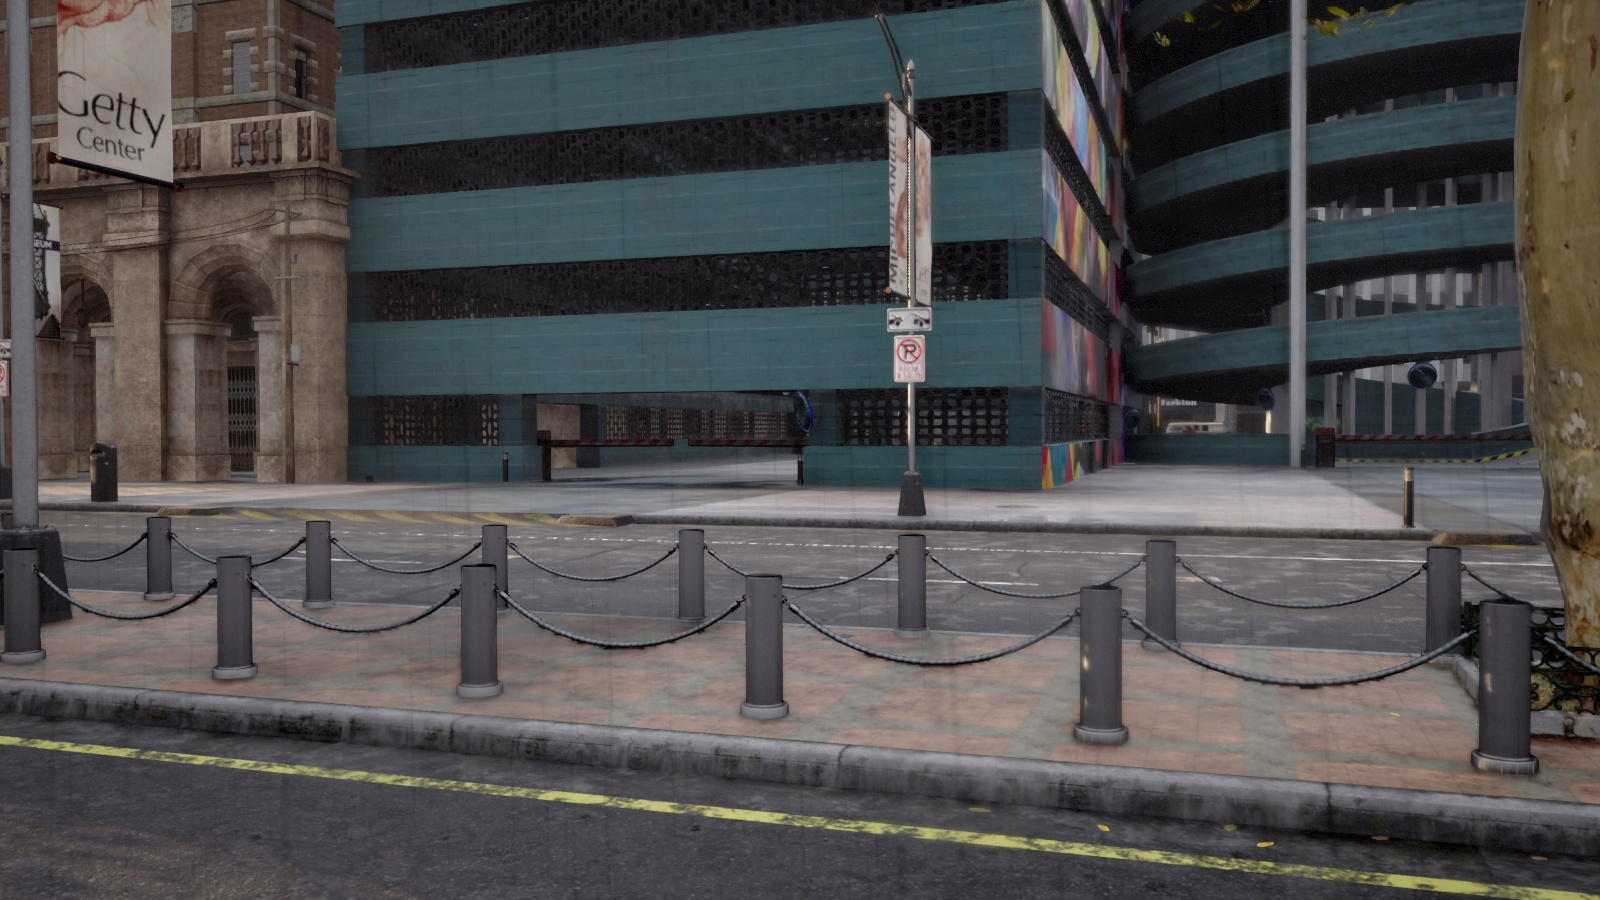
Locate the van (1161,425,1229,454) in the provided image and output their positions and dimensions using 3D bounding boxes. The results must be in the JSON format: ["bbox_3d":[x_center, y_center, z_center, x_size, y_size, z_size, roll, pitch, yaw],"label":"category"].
[{"bbox_3d":[27.657,-0.726,87.975,4.442,1.987,1.775,1,1,21],"label":"van"}]
